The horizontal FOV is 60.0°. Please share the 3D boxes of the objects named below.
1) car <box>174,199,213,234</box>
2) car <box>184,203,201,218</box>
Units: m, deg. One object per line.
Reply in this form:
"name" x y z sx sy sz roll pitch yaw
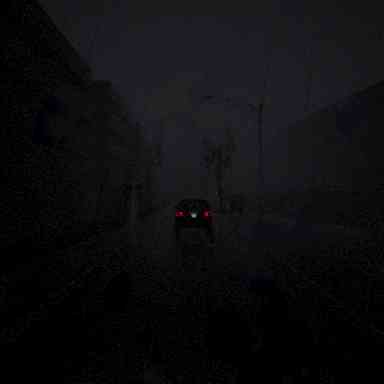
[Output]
"car" 0.080 1.440 20.890 2.150 2.045 5.566 0 -1 0
"car" 0.088 2.120 39.253 1.882 1.535 5.008 0 -1 0
